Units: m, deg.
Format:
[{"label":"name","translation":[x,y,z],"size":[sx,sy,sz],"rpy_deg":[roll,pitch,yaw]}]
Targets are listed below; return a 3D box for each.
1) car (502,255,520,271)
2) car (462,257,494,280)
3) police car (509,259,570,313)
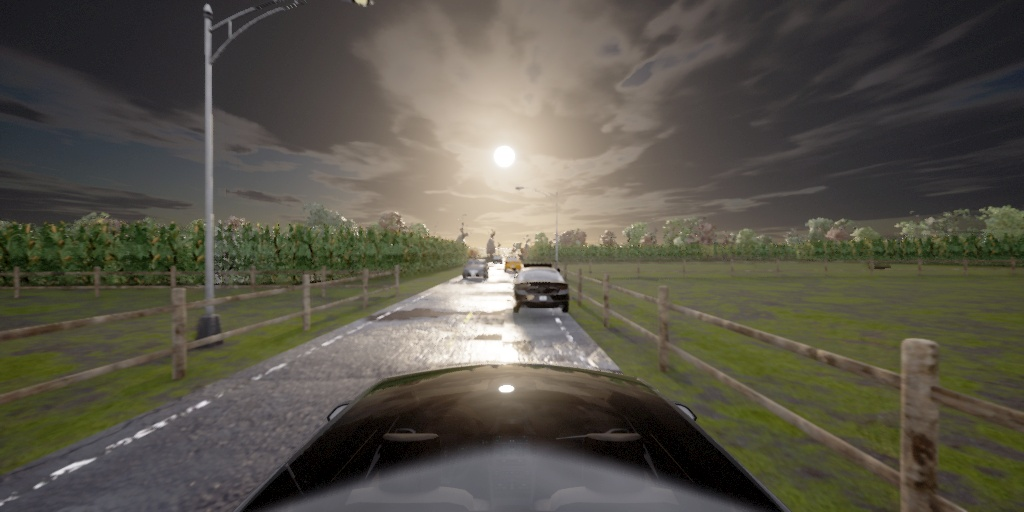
[{"label":"car","translation":[0.080,0.915,41.999],"size":[1.882,1.535,5.008],"rpy_deg":[0,0,0]},{"label":"car","translation":[-2.843,1.036,28.893],"size":[2.128,1.511,4.902],"rpy_deg":[0,0,0]},{"label":"police car","translation":[0.964,1.086,13.746],"size":[1.930,1.638,5.238],"rpy_deg":[0,0,0]}]
